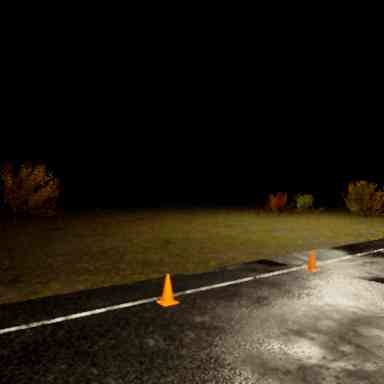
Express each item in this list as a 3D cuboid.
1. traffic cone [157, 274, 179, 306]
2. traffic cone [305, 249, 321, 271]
[{"bbox_3d":[-0.490,1.968,6.796,0.340,0.580,0.340,0,0,-36],"label":"traffic cone"},{"bbox_3d":[3.523,1.979,9.739,0.340,0.580,0.340,0,0,-37],"label":"traffic cone"}]
